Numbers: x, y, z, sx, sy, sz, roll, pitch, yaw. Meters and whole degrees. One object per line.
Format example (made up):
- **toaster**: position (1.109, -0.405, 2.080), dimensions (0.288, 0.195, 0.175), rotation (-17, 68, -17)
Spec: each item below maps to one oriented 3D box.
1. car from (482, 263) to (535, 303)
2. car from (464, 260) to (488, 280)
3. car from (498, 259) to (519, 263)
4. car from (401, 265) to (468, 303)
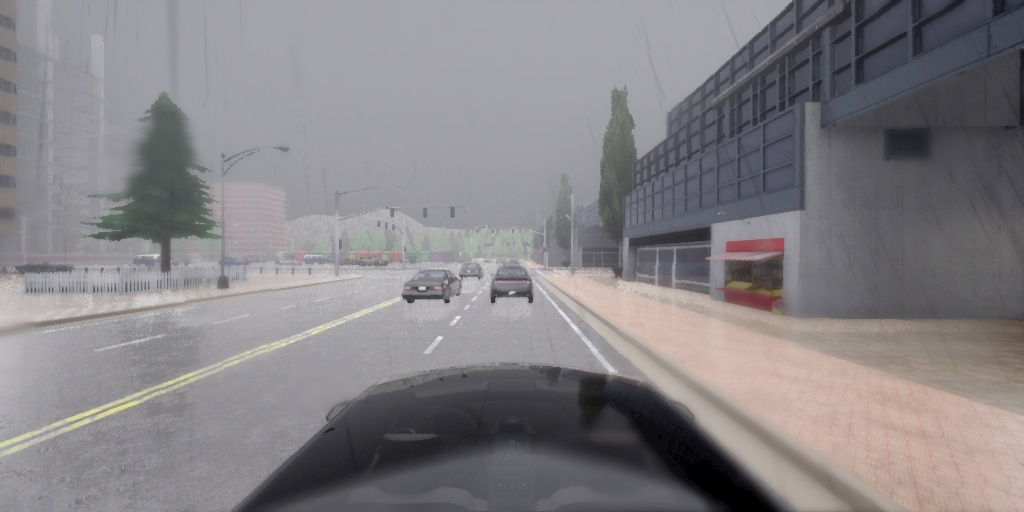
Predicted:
- **car**: position (0.000, 1.243, 16.500), dimensions (2.128, 1.511, 4.902), rotation (0, 0, 0)
- **car**: position (-3.518, 1.311, 31.515), dimensions (2.033, 1.411, 5.357), rotation (0, 0, 0)
- **car**: position (-0.018, 1.265, 31.544), dimensions (1.837, 1.490, 4.892), rotation (0, 0, 0)
- **car**: position (-3.500, 1.311, 16.500), dimensions (2.033, 1.411, 5.357), rotation (0, 0, 0)
